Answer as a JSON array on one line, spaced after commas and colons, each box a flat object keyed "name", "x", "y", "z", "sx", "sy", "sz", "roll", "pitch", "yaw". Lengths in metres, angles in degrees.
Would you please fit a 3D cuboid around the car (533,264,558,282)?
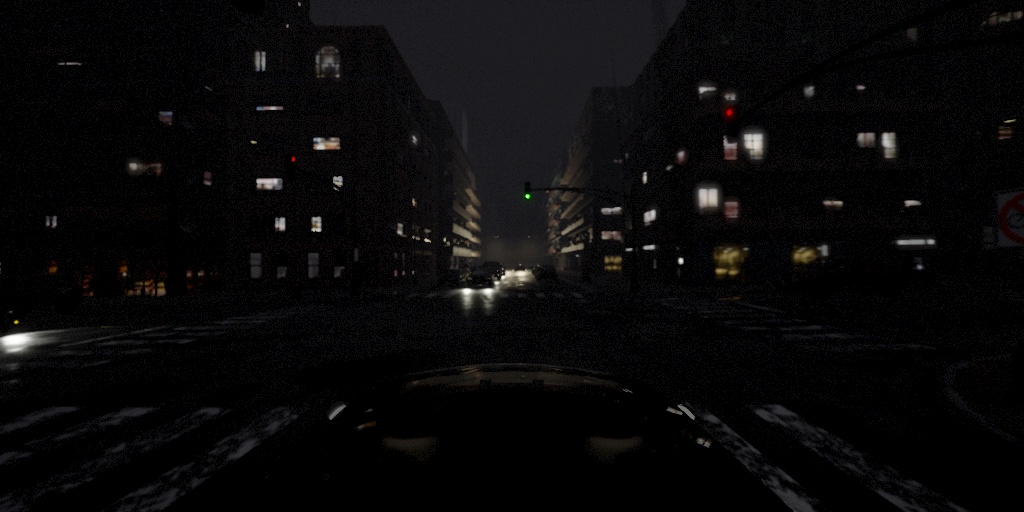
[{"name": "car", "x": 3.473, "y": 1.695, "z": 35.924, "sx": 1.967, "sy": 1.591, "sz": 4.097, "roll": 0, "pitch": 0, "yaw": 1}]

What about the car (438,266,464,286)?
[{"name": "car", "x": -5.028, "y": 1.782, "z": 30.423, "sx": 1.948, "sy": 1.339, "sz": 4.313, "roll": 0, "pitch": 0, "yaw": 1}]

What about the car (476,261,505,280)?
[{"name": "car", "x": -2.248, "y": 1.560, "z": 39.350, "sx": 2.150, "sy": 2.045, "sz": 5.566, "roll": 0, "pitch": -1, "yaw": 1}]

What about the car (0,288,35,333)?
[{"name": "car", "x": -18.087, "y": 1.866, "z": 10.965, "sx": 4.181, "sy": 1.385, "sz": 1.994, "roll": -1, "pitch": -1, "yaw": 1}]

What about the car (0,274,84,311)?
[{"name": "car", "x": -23.235, "y": 1.815, "z": 16.779, "sx": 5.009, "sy": 1.841, "sz": 2.192, "roll": 0, "pitch": 0, "yaw": 1}]

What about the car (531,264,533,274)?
[{"name": "car", "x": 3.597, "y": 1.782, "z": 41.605, "sx": 1.967, "sy": 1.591, "sz": 4.097, "roll": 0, "pitch": 0, "yaw": 1}]

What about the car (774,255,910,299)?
[{"name": "car", "x": 14.934, "y": 0.903, "z": 16.330, "sx": 5.009, "sy": 1.841, "sz": 2.192, "roll": 0, "pitch": 0, "yaw": 1}]

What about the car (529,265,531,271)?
[{"name": "car", "x": 3.844, "y": 2.098, "z": 52.966, "sx": 1.802, "sy": 1.307, "sz": 4.207, "roll": 0, "pitch": 0, "yaw": 1}]

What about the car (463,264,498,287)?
[{"name": "car", "x": -2.466, "y": 1.664, "z": 29.369, "sx": 1.882, "sy": 1.535, "sz": 5.008, "roll": 0, "pitch": -1, "yaw": 1}]

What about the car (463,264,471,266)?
[{"name": "car", "x": -4.909, "y": 1.828, "z": 35.934, "sx": 1.751, "sy": 1.417, "sz": 4.829, "roll": 0, "pitch": 0, "yaw": 1}]
